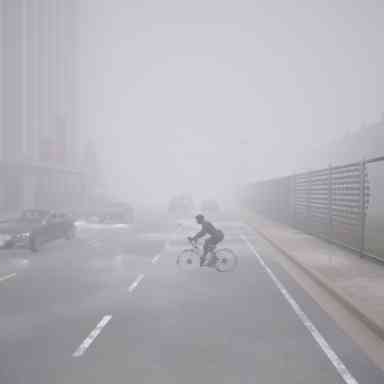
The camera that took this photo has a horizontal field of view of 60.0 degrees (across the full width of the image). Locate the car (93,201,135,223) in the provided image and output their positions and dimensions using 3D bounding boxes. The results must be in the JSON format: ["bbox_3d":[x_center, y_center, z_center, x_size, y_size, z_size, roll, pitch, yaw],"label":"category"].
[{"bbox_3d":[-5.774,1.502,25.876,1.837,1.490,4.892,0,0,3],"label":"car"}]

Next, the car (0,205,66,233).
[{"bbox_3d":[-9.583,1.562,20.433,1.994,1.385,4.181,0,0,3],"label":"car"}]

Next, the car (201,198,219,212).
[{"bbox_3d":[2.057,1.561,37.947,1.994,1.385,4.181,0,0,3],"label":"car"}]

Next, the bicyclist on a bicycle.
[{"bbox_3d":[0.396,1.446,9.141,1.656,1.620,0.582,-2,0,3],"label":"bicyclist on a bicycle"}]

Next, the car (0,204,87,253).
[{"bbox_3d":[-6.440,1.491,13.818,2.128,1.511,4.902,0,0,3],"label":"car"}]

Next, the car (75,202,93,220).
[{"bbox_3d":[-9.093,1.562,27.683,1.994,1.385,4.181,0,0,3],"label":"car"}]

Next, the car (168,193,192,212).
[{"bbox_3d":[-1.432,1.349,38.297,2.097,1.767,4.553,0,0,3],"label":"car"}]

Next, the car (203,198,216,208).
[{"bbox_3d":[2.654,1.597,49.364,1.895,1.301,4.718,0,0,4],"label":"car"}]

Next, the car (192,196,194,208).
[{"bbox_3d":[-0.887,1.218,48.795,2.150,2.045,5.566,0,0,3],"label":"car"}]

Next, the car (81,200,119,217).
[{"bbox_3d":[-8.883,1.545,32.632,2.033,1.411,5.357,0,0,4],"label":"car"}]
